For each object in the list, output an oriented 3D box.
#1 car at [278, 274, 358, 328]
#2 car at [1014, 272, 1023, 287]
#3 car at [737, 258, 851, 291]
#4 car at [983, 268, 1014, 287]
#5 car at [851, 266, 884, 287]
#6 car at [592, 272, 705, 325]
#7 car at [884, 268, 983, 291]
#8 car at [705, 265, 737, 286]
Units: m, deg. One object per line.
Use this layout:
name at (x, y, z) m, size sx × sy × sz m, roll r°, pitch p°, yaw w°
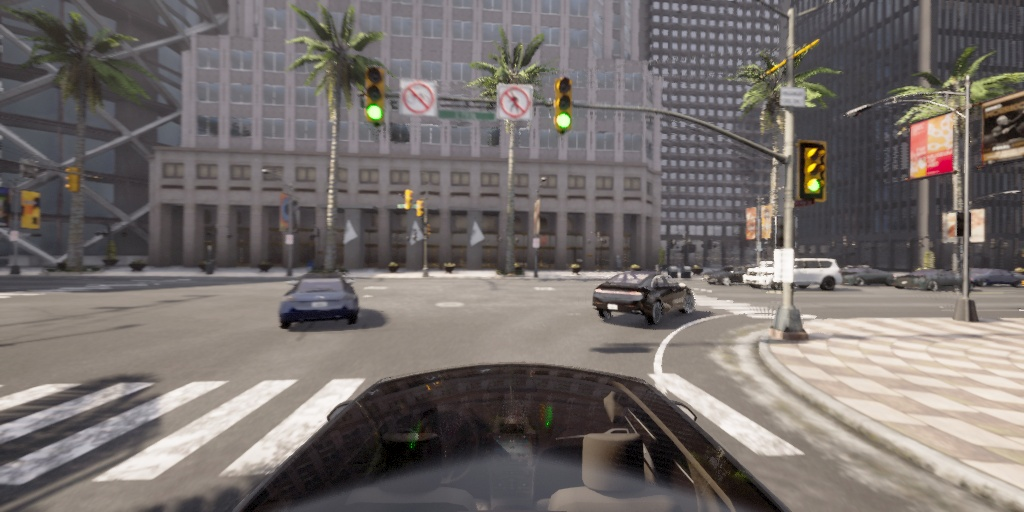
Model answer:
car at (-5.989, 1.240, 11.301) m, size 1.994 × 1.385 × 4.181 m, roll 1°, pitch 0°, yaw -26°
car at (38.528, 1.632, 24.795) m, size 5.008 × 1.535 × 1.882 m, roll 1°, pitch 0°, yaw -4°
car at (18.154, 1.154, 23.259) m, size 5.566 × 2.045 × 2.150 m, roll 1°, pitch 0°, yaw -4°
car at (37.308, 1.685, 28.209) m, size 5.357 × 1.411 × 2.033 m, roll 1°, pitch 0°, yaw -3°
car at (26.690, 1.586, 27.413) m, size 4.181 × 1.385 × 1.994 m, roll 1°, pitch 0°, yaw -4°
car at (4.589, 1.283, 12.187) m, size 2.128 × 1.511 × 4.902 m, roll 0°, pitch 0°, yaw 43°
car at (28.106, 1.604, 24.016) m, size 4.181 × 1.385 × 1.994 m, roll 1°, pitch 0°, yaw -4°
car at (16.756, 1.418, 26.662) m, size 4.892 × 1.490 × 1.837 m, roll 1°, pitch 0°, yaw -4°
